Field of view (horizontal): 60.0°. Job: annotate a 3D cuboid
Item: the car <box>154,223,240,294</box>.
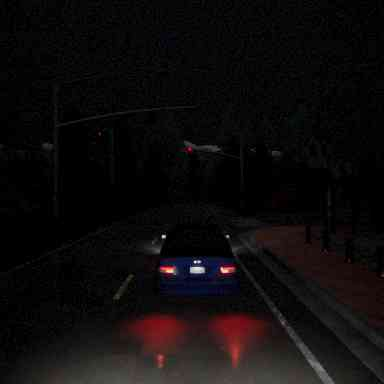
[{"bbox_3d":[0.101,1.547,8.899,2.033,1.411,5.357,0,0,0],"label":"car"}]
